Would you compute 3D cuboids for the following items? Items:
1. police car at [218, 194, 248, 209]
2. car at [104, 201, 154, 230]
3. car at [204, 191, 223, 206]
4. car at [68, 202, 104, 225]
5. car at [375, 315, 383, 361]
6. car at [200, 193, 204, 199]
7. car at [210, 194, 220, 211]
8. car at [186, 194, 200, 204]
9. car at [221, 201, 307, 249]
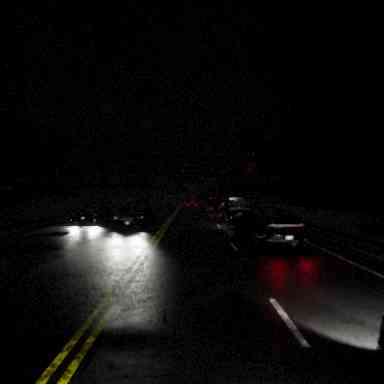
[{"bbox_3d":[3.256,1.217,24.514,1.930,1.638,5.238,0,0,0],"label":"police car"},{"bbox_3d":[-3.345,1.318,19.649,2.128,1.511,4.902,0,0,0],"label":"car"},{"bbox_3d":[3.260,0.896,46.450,2.150,2.045,5.566,0,0,0],"label":"car"},{"bbox_3d":[-6.594,1.372,22.060,1.994,1.385,4.181,0,0,0],"label":"car"},{"bbox_3d":[3.251,1.539,2.391,1.994,1.385,4.181,0,1,0],"label":"car"},{"bbox_3d":[2.874,0.917,70.712,5.357,1.411,2.033,1,3,33],"label":"car"},{"bbox_3d":[3.258,1.229,35.412,1.837,1.490,4.892,0,0,0],"label":"car"},{"bbox_3d":[0.013,1.166,55.374,1.812,1.442,4.674,0,0,0],"label":"car"},{"bbox_3d":[2.981,1.363,13.962,2.128,1.511,4.902,0,0,-10],"label":"car"}]
